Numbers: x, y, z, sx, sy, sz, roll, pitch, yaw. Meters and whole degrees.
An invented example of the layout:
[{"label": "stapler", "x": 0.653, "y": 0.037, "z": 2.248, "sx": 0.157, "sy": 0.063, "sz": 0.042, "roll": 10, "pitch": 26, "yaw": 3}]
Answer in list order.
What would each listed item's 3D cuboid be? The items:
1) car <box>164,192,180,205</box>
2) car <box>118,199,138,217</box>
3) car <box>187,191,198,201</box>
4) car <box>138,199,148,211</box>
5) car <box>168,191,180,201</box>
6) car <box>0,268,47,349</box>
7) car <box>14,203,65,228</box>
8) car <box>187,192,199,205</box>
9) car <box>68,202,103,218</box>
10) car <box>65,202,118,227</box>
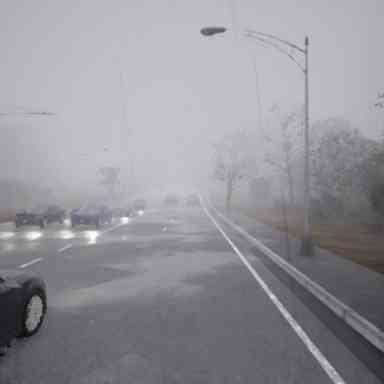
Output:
[{"label": "car", "x": -3.308, "y": 1.101, "z": 53.662, "sx": 2.097, "sy": 1.767, "sz": 4.553, "roll": 0, "pitch": 3, "yaw": 0}, {"label": "car", "x": -7.041, "y": 1.692, "z": 34.020, "sx": 1.812, "sy": 1.442, "sz": 4.674, "roll": 0, "pitch": 0, "yaw": 0}, {"label": "car", "x": 0.111, "y": 0.765, "z": 63.520, "sx": 1.882, "sy": 1.535, "sz": 5.008, "roll": 0, "pitch": 3, "yaw": 0}, {"label": "car", "x": -7.014, "y": 1.658, "z": 44.376, "sx": 2.033, "sy": 1.411, "sz": 5.357, "roll": 0, "pitch": 1, "yaw": 0}, {"label": "car", "x": -3.383, "y": 0.756, "z": 63.715, "sx": 1.882, "sy": 1.535, "sz": 5.008, "roll": 0, "pitch": 3, "yaw": 0}, {"label": "car", "x": -3.390, "y": 1.525, "z": 3.777, "sx": 1.837, "sy": 1.490, "sz": 4.892, "roll": 0, "pitch": 0, "yaw": 0}, {"label": "car", "x": -10.562, "y": 1.593, "z": 23.512, "sx": 1.882, "sy": 1.535, "sz": 5.008, "roll": 0, "pitch": 0, "yaw": 0}, {"label": "car", "x": 0.193, "y": 1.264, "z": 53.151, "sx": 2.128, "sy": 1.511, "sz": 4.902, "roll": 0, "pitch": 3, "yaw": 0}, {"label": "car", "x": -10.543, "y": 1.763, "z": 33.307, "sx": 1.895, "sy": 1.301, "sz": 4.718, "roll": 0, "pitch": 0, "yaw": 0}, {"label": "car", "x": -7.060, "y": 1.594, "z": 23.880, "sx": 1.882, "sy": 1.535, "sz": 5.008, "roll": 0, "pitch": 0, "yaw": 0}]
